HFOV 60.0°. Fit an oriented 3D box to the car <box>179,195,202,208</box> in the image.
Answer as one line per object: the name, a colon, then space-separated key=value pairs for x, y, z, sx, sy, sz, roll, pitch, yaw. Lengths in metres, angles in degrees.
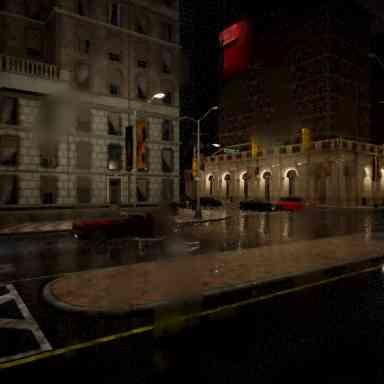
car: x=-1.167 y=1.351 z=48.363 sx=2.097 sy=1.767 sz=4.553 roll=0 pitch=0 yaw=-35

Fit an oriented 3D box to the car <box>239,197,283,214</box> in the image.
car: x=7.125 y=1.492 z=36.309 sx=2.128 sy=1.511 sz=4.902 roll=0 pitch=0 yaw=-30

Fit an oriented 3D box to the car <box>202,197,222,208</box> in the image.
car: x=2.353 y=1.477 z=49.451 sx=1.882 sy=1.535 sz=5.008 roll=0 pitch=0 yaw=-35

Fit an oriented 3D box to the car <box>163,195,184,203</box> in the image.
car: x=-3.987 y=1.513 z=70.862 sx=2.128 sy=1.511 sz=4.902 roll=0 pitch=0 yaw=-35

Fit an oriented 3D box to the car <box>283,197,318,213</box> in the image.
car: x=11.534 y=1.351 z=36.612 sx=2.097 sy=1.767 sz=4.553 roll=0 pitch=0 yaw=-36

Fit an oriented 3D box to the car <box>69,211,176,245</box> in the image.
car: x=-3.214 y=1.601 z=15.739 sx=4.718 sy=1.301 sz=1.895 roll=0 pitch=0 yaw=-35
